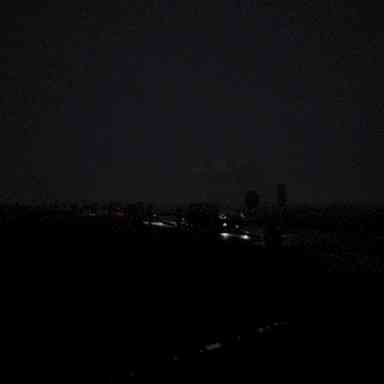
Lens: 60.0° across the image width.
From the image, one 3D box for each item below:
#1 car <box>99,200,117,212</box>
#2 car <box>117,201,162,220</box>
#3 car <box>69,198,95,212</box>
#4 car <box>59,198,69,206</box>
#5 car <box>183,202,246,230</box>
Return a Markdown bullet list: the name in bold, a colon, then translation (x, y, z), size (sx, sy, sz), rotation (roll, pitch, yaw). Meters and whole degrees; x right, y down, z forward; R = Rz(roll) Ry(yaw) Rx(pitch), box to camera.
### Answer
- **car**: translation (-10.529, 1.803, 43.104), size (1.837, 1.490, 4.892), rotation (1, -1, -36)
- **car**: translation (-4.502, 1.666, 29.640), size (2.128, 1.511, 4.902), rotation (1, -1, -36)
- **car**: translation (-13.775, 1.614, 42.619), size (2.097, 1.767, 4.553), rotation (1, -1, -35)
- **car**: translation (-22.375, 1.903, 59.637), size (2.128, 1.511, 4.902), rotation (1, -1, -36)
- **car**: translation (1.358, 1.472, 21.450), size (2.097, 1.767, 4.553), rotation (1, -1, -36)
